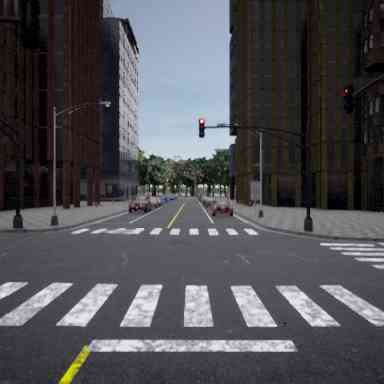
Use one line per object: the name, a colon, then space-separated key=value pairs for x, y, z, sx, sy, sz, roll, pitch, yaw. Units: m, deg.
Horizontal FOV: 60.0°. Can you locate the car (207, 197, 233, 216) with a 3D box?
car: x=2.775 y=1.429 z=31.742 sx=1.967 sy=1.590 sz=4.097 roll=0 pitch=0 yaw=0

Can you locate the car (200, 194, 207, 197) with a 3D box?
car: x=2.786 y=1.531 z=58.930 sx=1.887 sy=1.381 sz=4.507 roll=0 pitch=0 yaw=0

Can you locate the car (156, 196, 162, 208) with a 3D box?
car: x=-5.744 y=1.568 z=48.058 sx=1.802 sy=1.307 sz=4.206 roll=0 pitch=0 yaw=0

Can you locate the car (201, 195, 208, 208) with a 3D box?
car: x=2.781 y=1.537 z=48.054 sx=2.008 sy=1.369 sz=4.403 roll=0 pitch=0 yaw=0

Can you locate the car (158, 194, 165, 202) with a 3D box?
car: x=-5.742 y=1.511 z=53.326 sx=1.752 sy=1.417 sz=4.829 roll=0 pitch=0 yaw=0

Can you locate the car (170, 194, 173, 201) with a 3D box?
car: x=-5.735 y=1.537 z=69.809 sx=2.008 sy=1.369 sz=4.403 roll=0 pitch=0 yaw=0

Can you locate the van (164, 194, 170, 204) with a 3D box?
van: x=-5.738 y=1.327 z=64.371 sx=1.690 sy=1.788 sz=3.998 roll=0 pitch=0 yaw=0

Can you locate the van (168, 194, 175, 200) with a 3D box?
van: x=-5.727 y=1.333 z=91.559 sx=1.690 sy=1.788 sz=3.998 roll=0 pitch=0 yaw=0

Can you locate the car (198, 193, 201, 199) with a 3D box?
car: x=2.792 y=1.513 z=75.412 sx=1.752 sy=1.417 sz=4.829 roll=0 pitch=0 yaw=0

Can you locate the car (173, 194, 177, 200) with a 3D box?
car: x=-5.729 y=1.556 z=86.121 sx=1.947 sy=1.339 sz=4.313 roll=0 pitch=0 yaw=0

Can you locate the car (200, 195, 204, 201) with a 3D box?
car: x=2.784 y=1.531 z=53.492 sx=1.887 sy=1.381 sz=4.507 roll=0 pitch=0 yaw=0

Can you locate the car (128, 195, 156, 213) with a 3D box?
car: x=-5.748 y=1.303 z=37.183 sx=2.192 sy=1.841 sz=5.009 roll=0 pitch=0 yaw=0

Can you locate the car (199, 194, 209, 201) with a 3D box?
car: x=2.794 y=1.303 z=80.680 sx=2.192 sy=1.841 sz=5.009 roll=0 pitch=0 yaw=0

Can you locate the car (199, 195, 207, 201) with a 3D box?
car: x=2.796 y=1.540 z=86.117 sx=2.008 sy=1.369 sz=4.403 roll=0 pitch=0 yaw=0

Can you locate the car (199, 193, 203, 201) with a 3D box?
car: x=2.788 y=1.512 z=64.537 sx=1.752 sy=1.417 sz=4.829 roll=0 pitch=0 yaw=0
